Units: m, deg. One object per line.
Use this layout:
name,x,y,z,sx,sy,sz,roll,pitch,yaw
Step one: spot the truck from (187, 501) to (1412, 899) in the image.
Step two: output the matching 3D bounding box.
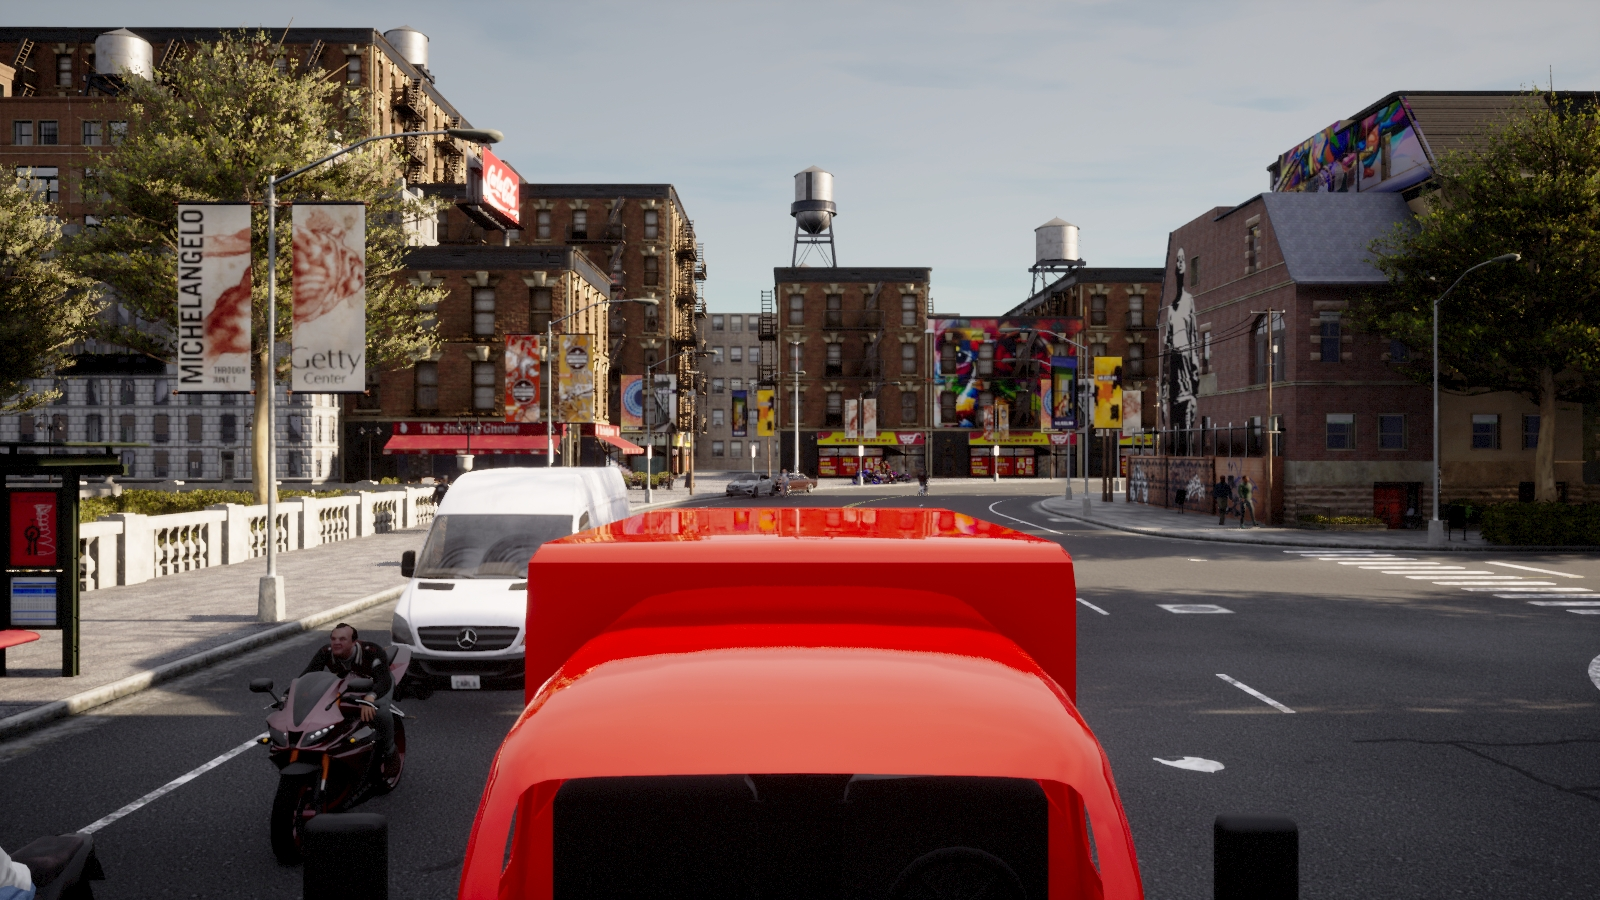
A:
truck,-0.001,1.571,5.050,2.627,2.467,5.204,0,0,0

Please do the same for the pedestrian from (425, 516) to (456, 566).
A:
pedestrian,-8.226,2.086,26.151,0.500,1.100,0.500,0,0,8

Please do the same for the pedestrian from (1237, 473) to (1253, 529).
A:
pedestrian,14.864,1.710,38.156,0.375,1.860,0.375,0,0,-7

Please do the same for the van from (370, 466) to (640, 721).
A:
van,-3.490,1.539,14.874,1.988,2.561,5.915,0,0,0

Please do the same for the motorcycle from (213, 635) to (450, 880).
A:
motorcycle,-3.430,2.209,8.643,0.867,1.251,2.209,0,0,1

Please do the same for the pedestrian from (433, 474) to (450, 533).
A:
pedestrian,-11.488,1.709,36.611,0.375,1.860,0.375,0,0,14

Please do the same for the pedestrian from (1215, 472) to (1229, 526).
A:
pedestrian,14.770,1.710,39.986,0.375,1.860,0.375,0,0,10
